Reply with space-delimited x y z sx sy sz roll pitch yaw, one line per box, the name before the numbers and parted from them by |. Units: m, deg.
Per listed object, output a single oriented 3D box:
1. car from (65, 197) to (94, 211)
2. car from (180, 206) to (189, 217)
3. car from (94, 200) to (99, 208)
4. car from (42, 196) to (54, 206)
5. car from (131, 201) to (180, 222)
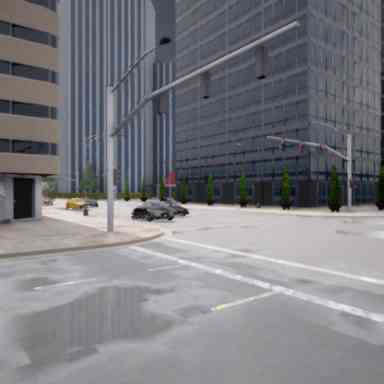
car | -14.309 1.514 41.529 1.882 1.535 5.008 0 0 -37
car | -2.441 1.579 31.429 2.033 1.411 5.357 0 0 -37
car | -15.202 1.537 48.613 1.837 1.490 4.892 0 0 -36
car | -24.745 1.441 55.717 2.097 1.767 4.553 0 0 -37
car | -3.185 1.601 26.566 1.994 1.385 4.181 0 0 -37
